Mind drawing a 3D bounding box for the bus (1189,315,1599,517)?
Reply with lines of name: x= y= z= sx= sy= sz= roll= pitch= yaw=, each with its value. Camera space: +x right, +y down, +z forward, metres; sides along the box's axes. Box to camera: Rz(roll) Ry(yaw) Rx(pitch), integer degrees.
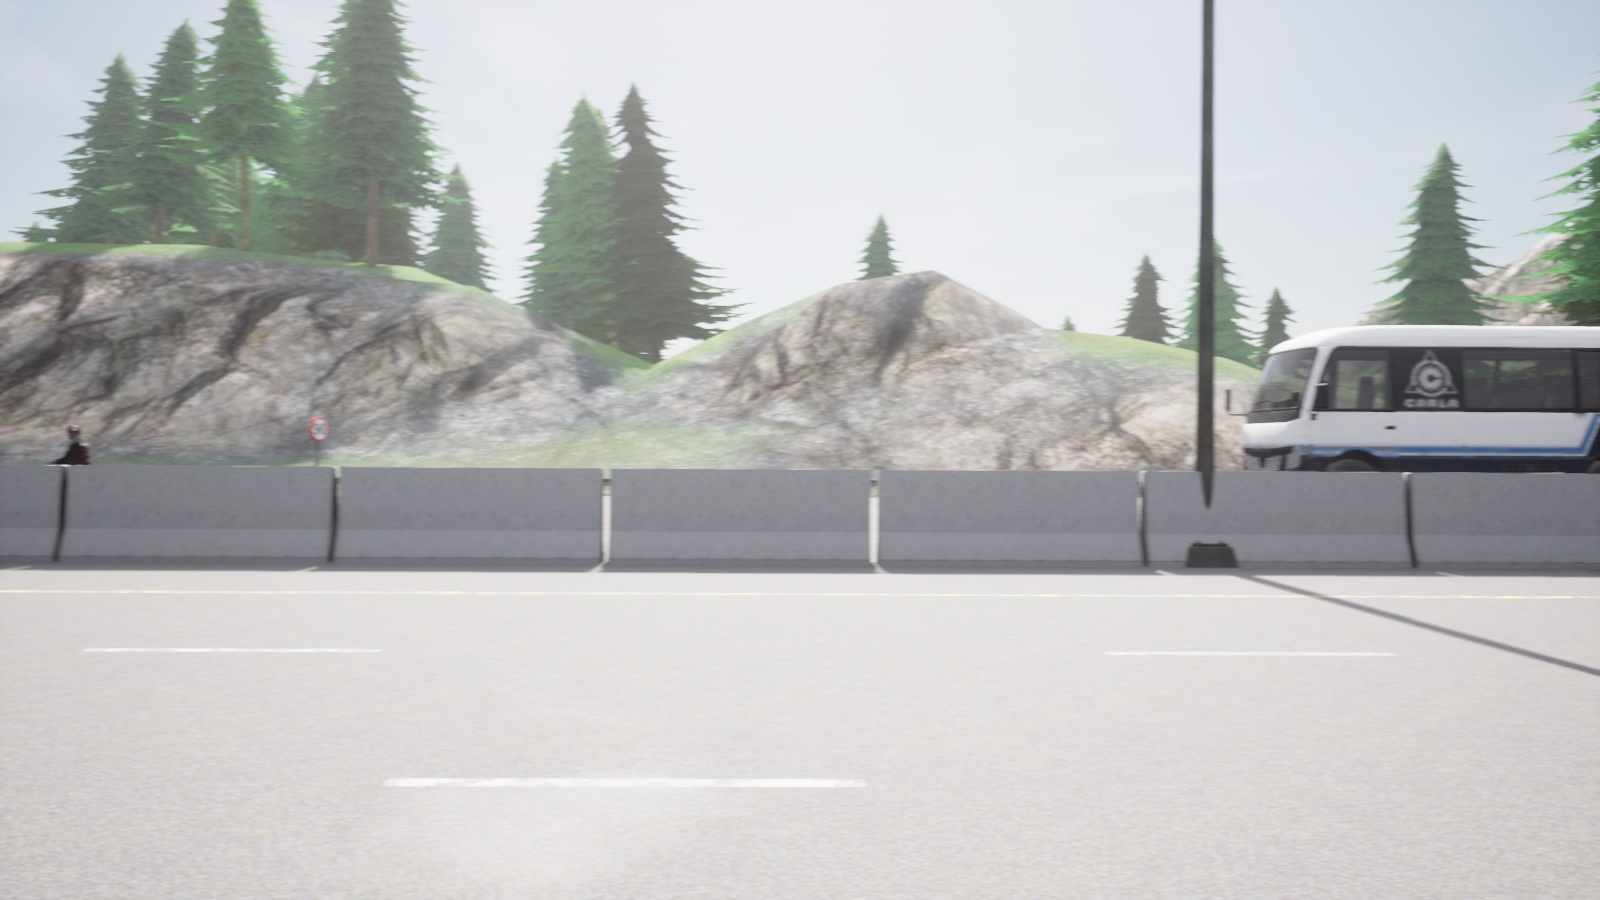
bus: x=14.611 y=-0.721 z=28.570 sx=10.273 sy=4.253 sz=3.944 roll=0 pitch=0 yaw=-1
